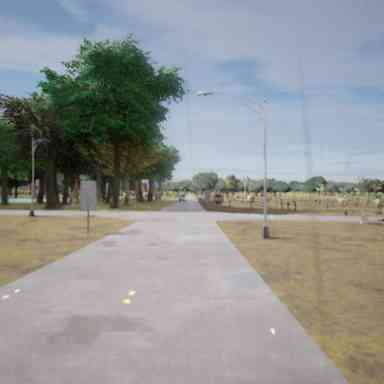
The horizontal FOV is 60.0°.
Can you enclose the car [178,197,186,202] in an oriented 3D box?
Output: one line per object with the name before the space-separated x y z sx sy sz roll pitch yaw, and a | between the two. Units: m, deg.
car | -2.756 2.142 93.019 1.882 1.535 5.008 0 0 0
